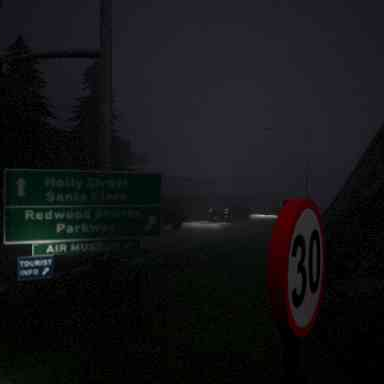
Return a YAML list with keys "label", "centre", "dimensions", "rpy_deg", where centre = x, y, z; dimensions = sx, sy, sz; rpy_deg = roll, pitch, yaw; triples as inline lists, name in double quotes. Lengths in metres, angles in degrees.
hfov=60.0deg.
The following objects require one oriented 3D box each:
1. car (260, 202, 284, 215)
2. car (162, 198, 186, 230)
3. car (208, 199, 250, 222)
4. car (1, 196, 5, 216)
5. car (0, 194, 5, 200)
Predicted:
- label: "car"
  centre: [9.139, 1.752, 36.916]
  dimensions: [1.994, 1.385, 4.181]
  rpy_deg: [0, 0, 36]
- label: "car"
  centre: [-2.633, 1.410, 20.775]
  dimensions: [2.150, 2.045, 5.566]
  rpy_deg: [0, 0, 36]
- label: "car"
  centre: [3.261, 1.540, 28.865]
  dimensions: [2.097, 1.767, 4.553]
  rpy_deg: [0, 0, 36]
- label: "car"
  centre: [-12.316, 1.499, 26.043]
  dimensions: [1.905, 1.878, 3.866]
  rpy_deg: [0, 0, 35]
- label: "car"
  centre: [-38.481, 1.472, 70.008]
  dimensions: [4.514, 1.523, 2.007]
  rpy_deg: [0, 0, 35]
